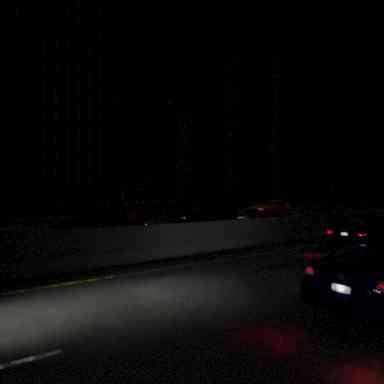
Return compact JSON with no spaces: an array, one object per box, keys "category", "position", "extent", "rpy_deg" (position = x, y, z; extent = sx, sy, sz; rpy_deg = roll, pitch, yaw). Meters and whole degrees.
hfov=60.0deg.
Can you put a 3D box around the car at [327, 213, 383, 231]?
[{"category":"car","position":[7.518,1.557,13.404],"extent":[5.357,1.411,2.033],"rpy_deg":[0,0,-35]}]

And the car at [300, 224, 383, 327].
[{"category":"car","position":[4.094,1.569,6.664],"extent":[4.181,1.385,1.994],"rpy_deg":[0,0,-35]}]

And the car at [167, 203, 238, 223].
[{"category":"car","position":[0.738,1.487,21.711],"extent":[5.008,1.535,1.882],"rpy_deg":[0,0,-35]}]

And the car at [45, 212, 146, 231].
[{"category":"car","position":[-3.991,1.567,14.042],"extent":[4.181,1.385,1.994],"rpy_deg":[0,0,-35]}]

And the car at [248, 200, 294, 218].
[{"category":"car","position":[7.345,1.499,30.717],"extent":[5.008,1.535,1.882],"rpy_deg":[0,0,-35]}]
